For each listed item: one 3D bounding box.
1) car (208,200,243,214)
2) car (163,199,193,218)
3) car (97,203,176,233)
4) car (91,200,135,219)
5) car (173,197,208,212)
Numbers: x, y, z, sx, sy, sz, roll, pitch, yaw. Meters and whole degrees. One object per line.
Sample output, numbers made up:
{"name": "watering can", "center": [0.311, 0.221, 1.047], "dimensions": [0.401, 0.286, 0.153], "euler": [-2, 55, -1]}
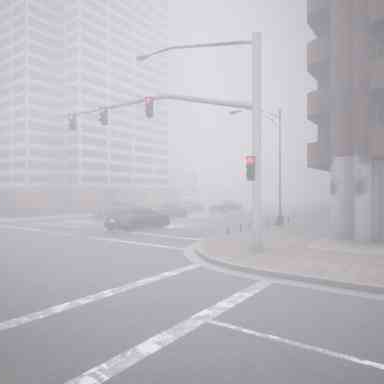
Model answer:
{"name": "car", "center": [3.761, 1.601, 36.259], "dimensions": [1.895, 1.301, 4.718], "euler": [0, 0, 35]}
{"name": "car", "center": [-2.111, 1.564, 27.924], "dimensions": [1.994, 1.385, 4.181], "euler": [0, 0, 35]}
{"name": "car", "center": [-3.260, 1.564, 20.134], "dimensions": [1.994, 1.385, 4.181], "euler": [0, 0, 37]}
{"name": "car", "center": [-6.221, 1.505, 28.164], "dimensions": [1.837, 1.490, 4.892], "euler": [0, 0, 35]}
{"name": "car", "center": [-0.500, 1.564, 36.290], "dimensions": [1.994, 1.385, 4.181], "euler": [0, 0, 35]}
